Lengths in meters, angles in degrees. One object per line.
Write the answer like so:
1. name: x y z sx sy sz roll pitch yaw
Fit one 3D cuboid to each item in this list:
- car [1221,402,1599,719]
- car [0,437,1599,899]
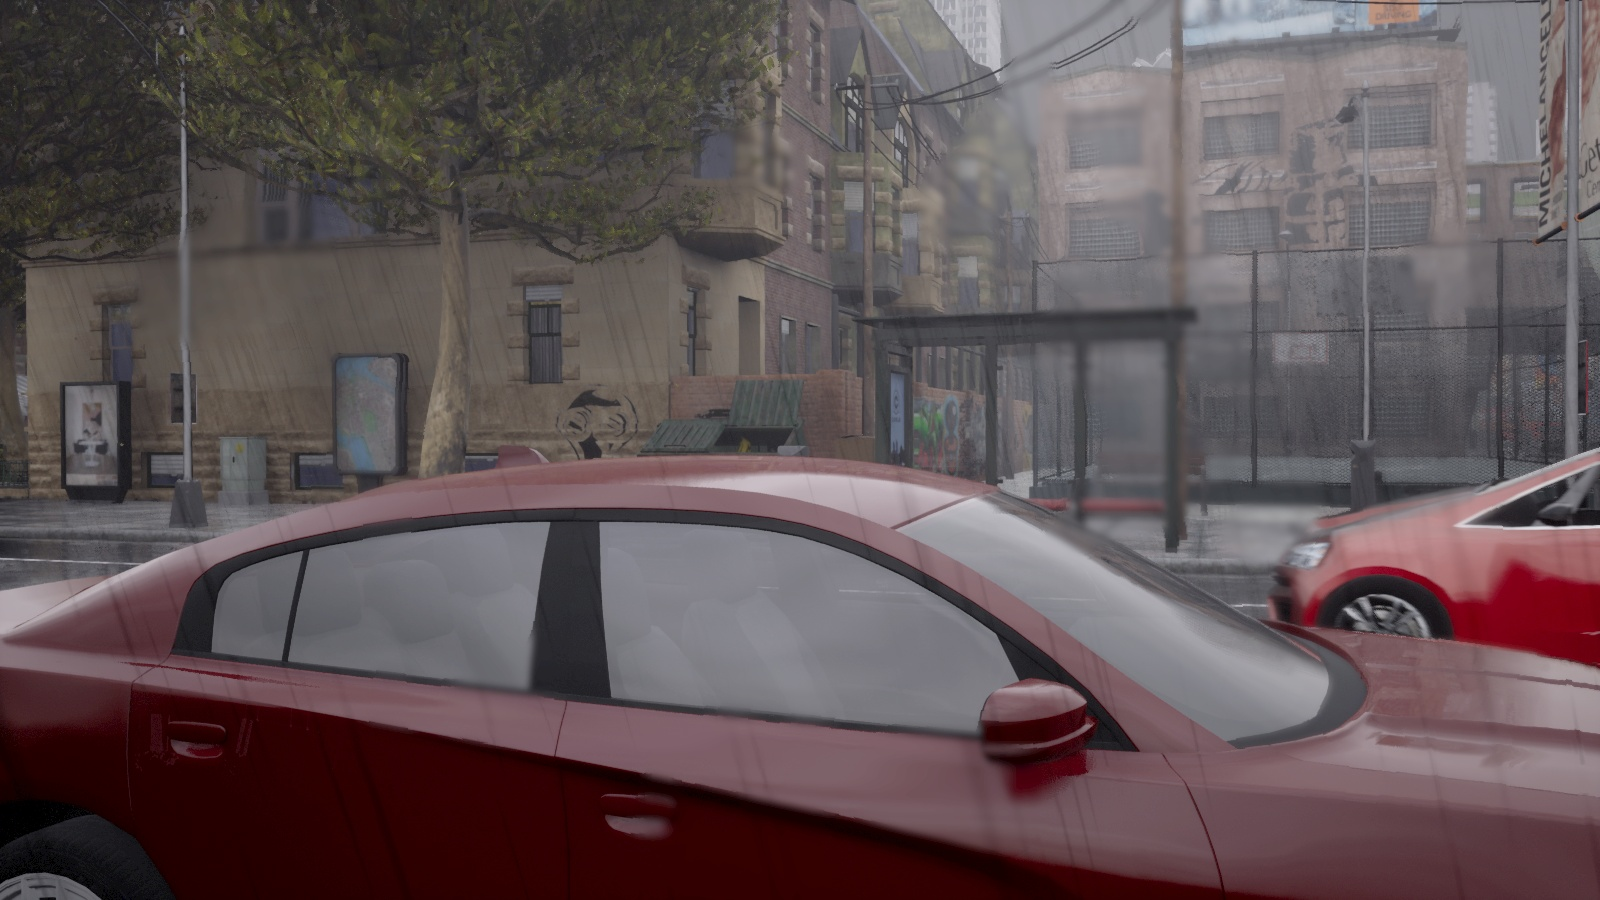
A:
1. car: 5.125 0.573 7.321 4.611 1.667 2.242 1 1 34
2. car: 0.026 0.754 3.152 5.008 1.535 1.882 1 1 18
